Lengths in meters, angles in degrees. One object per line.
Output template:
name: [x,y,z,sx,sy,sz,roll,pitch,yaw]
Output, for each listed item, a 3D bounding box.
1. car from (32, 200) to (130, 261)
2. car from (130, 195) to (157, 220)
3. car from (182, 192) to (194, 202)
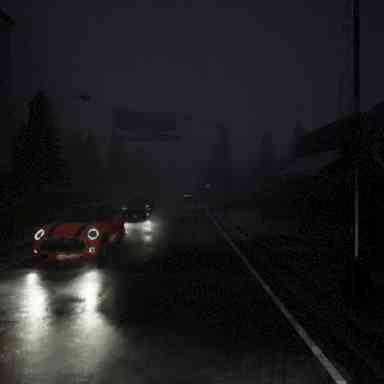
car: [-3.737,1.224,11.707,2.097,1.767,4.553,0,1,-1]
car: [-3.852,1.056,24.706,2.097,1.767,4.553,0,1,0]
car: [-0.725,0.777,55.656,2.128,1.511,4.902,0,1,-1]
